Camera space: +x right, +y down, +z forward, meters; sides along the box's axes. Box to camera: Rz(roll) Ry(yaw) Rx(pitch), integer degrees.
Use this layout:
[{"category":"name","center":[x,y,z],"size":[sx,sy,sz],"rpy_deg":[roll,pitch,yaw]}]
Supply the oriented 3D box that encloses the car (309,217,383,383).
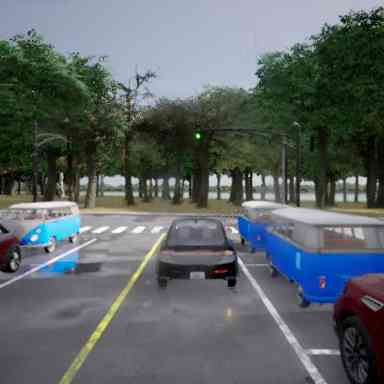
[{"category":"car","center":[2.765,1.307,2.135],"size":[2.192,1.841,5.009],"rpy_deg":[0,0,0]}]

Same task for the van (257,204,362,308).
[{"category":"van","center":[2.776,1.315,7.573],"size":[1.690,1.788,3.998],"rpy_deg":[0,0,0]}]

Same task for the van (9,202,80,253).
[{"category":"van","center":[-5.739,1.296,13.027],"size":[1.690,1.788,3.998],"rpy_deg":[0,0,0]}]

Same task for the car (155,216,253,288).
[{"category":"car","center":[0.115,1.460,9.134],"size":[2.128,1.511,4.902],"rpy_deg":[0,0,0]}]

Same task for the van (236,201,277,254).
[{"category":"van","center":[2.787,1.296,13.010],"size":[1.690,1.788,3.998],"rpy_deg":[0,0,0]}]

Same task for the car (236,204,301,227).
[{"category":"car","center":[5.331,1.585,22.980],"size":[4.181,1.385,1.994],"rpy_deg":[3,-2,-32]}]

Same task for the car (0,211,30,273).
[{"category":"car","center":[-5.749,1.414,7.590],"size":[1.967,1.590,4.097],"rpy_deg":[0,0,0]}]
